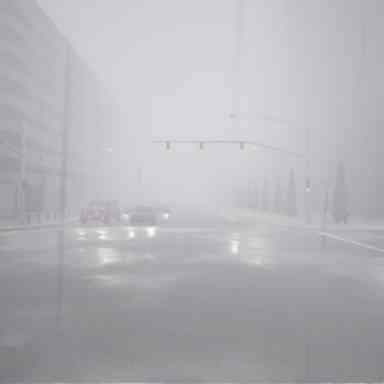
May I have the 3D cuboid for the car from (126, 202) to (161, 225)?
[{"bbox_3d":[-3.865,1.868,27.284,1.837,1.490,4.892,0,-1,0],"label":"car"}]

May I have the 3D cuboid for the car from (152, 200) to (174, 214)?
[{"bbox_3d":[-3.828,2.144,43.645,1.994,1.385,4.181,0,-1,1],"label":"car"}]

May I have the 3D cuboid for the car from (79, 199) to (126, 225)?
[{"bbox_3d":[-7.571,1.595,28.058,2.150,2.045,5.566,0,-1,4],"label":"car"}]

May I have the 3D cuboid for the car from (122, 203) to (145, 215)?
[{"bbox_3d":[-7.254,2.118,41.648,1.994,1.385,4.181,0,-1,1],"label":"car"}]

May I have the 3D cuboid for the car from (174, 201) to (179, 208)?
[{"bbox_3d":[-3.460,2.416,65.396,2.033,1.411,5.357,0,-1,1],"label":"car"}]

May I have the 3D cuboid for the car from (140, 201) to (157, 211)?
[{"bbox_3d":[-7.167,2.278,55.038,2.033,1.411,5.357,0,-1,1],"label":"car"}]

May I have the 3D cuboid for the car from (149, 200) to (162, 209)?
[{"bbox_3d":[-6.978,2.347,63.466,1.837,1.490,4.892,0,-1,1],"label":"car"}]
